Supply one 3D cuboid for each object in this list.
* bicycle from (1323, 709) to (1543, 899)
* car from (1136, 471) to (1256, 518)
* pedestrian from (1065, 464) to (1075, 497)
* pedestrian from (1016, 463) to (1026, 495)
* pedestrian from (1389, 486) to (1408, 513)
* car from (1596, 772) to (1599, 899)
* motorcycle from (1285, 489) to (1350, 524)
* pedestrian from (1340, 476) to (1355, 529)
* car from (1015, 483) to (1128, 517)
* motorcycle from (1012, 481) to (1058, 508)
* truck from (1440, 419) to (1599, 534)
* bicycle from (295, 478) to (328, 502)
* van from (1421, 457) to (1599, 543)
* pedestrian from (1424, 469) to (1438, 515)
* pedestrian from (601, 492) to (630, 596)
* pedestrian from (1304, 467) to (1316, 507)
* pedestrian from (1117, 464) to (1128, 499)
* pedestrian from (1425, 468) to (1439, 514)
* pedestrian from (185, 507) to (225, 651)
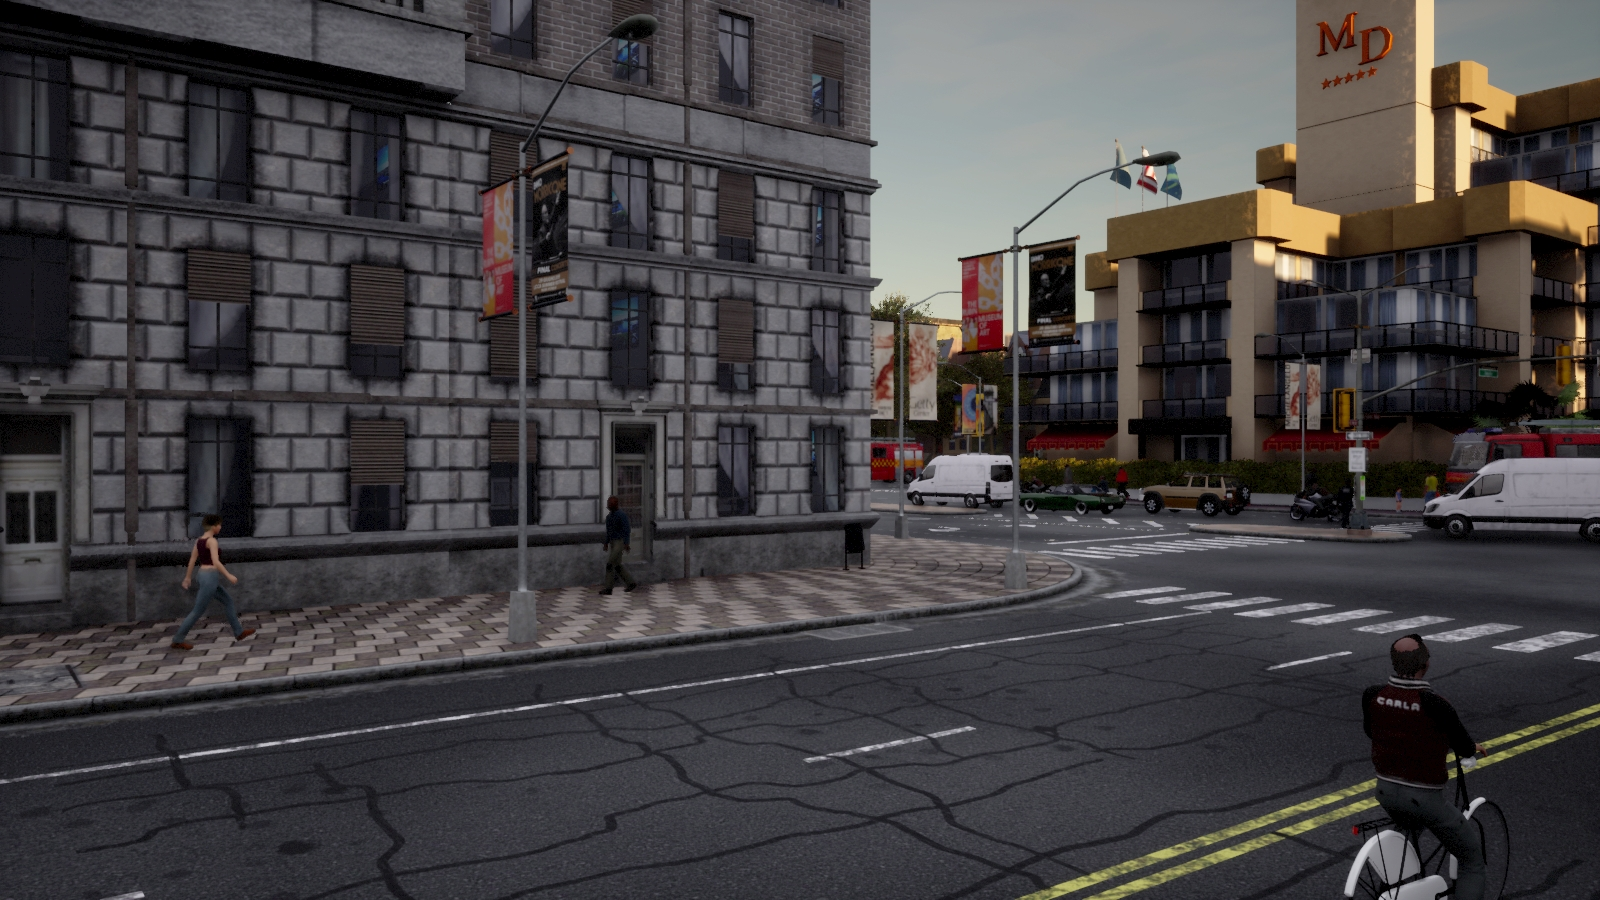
[{"bbox_3d":[3.626,2.210,6.476,1.835,1.171,0.329,0,0,-35],"label":"bicycle"},{"bbox_3d":[17.034,1.864,49.374,1.932,1.855,4.605,0,0,-37],"label":"car"},{"bbox_3d":[15.056,1.696,63.677,0.375,1.860,0.375,0,0,-38],"label":"pedestrian"},{"bbox_3d":[12.876,1.696,66.584,0.375,1.860,0.375,0,0,-37],"label":"pedestrian"},{"bbox_3d":[25.043,2.077,47.771,0.500,1.100,0.500,0,0,-23],"label":"pedestrian"},{"bbox_3d":[4.999,1.754,3.274,6.274,2.098,2.390,0,0,-34],"label":"car"},{"bbox_3d":[20.381,2.205,45.032,0.867,1.251,2.209,0,0,-40],"label":"motorcycle"},{"bbox_3d":[19.279,1.848,40.245,0.375,1.860,0.375,0,0,-44],"label":"pedestrian"},{"bbox_3d":[11.885,2.155,50.351,1.895,1.301,4.718,0,0,-37],"label":"car"},{"bbox_3d":[11.640,2.205,56.539,0.867,1.251,2.209,0,0,-37],"label":"motorcycle"},{"bbox_3d":[27.332,0.891,39.626,8.468,3.827,2.891,0,0,8],"label":"truck"},{"bbox_3d":[-27.405,2.268,64.085,1.835,1.171,0.329,5,-5,20],"label":"bicycle"},{"bbox_3d":[23.178,1.534,36.384,5.915,2.561,1.988,0,0,30],"label":"van"},{"bbox_3d":[25.618,1.696,46.388,0.375,1.860,0.375,0,0,-21],"label":"pedestrian"},{"bbox_3d":[-3.363,1.696,20.821,0.375,1.860,0.375,0,0,-37],"label":"pedestrian"},{"bbox_3d":[23.557,1.698,52.810,0.375,1.860,0.375,0,0,-39],"label":"pedestrian"},{"bbox_3d":[17.227,1.696,61.024,0.375,1.860,0.375,0,0,-39],"label":"pedestrian"},{"bbox_3d":[26.171,1.696,47.334,0.375,1.860,0.375,0,0,-33],"label":"pedestrian"},{"bbox_3d":[-7.913,1.696,15.199,0.375,1.860,0.375,0,0,43],"label":"pedestrian"}]
